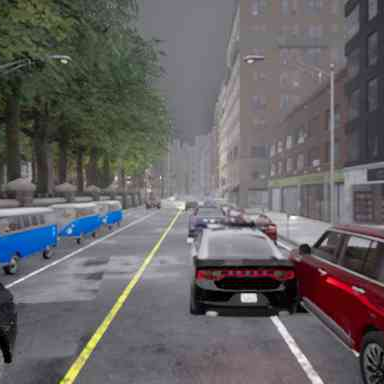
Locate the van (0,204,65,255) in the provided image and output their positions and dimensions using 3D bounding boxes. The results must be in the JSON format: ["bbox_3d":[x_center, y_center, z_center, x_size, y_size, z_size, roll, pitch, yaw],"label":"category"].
[{"bbox_3d":[-5.674,1.416,10.400,1.690,1.788,3.998,0,0,0],"label":"van"}]

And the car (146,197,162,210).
[{"bbox_3d":[-5.695,1.634,50.005,2.192,1.841,5.009,0,0,0],"label":"car"}]

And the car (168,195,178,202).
[{"bbox_3d":[-5.718,2.069,93.522,1.752,1.417,4.829,0,0,0],"label":"car"}]

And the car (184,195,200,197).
[{"bbox_3d":[-0.030,1.840,58.241,1.882,1.535,5.008,0,0,0],"label":"car"}]

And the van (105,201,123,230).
[{"bbox_3d":[-5.680,1.491,21.716,1.690,1.788,3.998,0,0,0],"label":"van"}]

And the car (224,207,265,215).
[{"bbox_3d":[2.849,1.656,16.086,1.887,1.381,4.507,0,0,0],"label":"car"}]

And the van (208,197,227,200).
[{"bbox_3d":[2.839,1.559,33.068,1.690,1.788,3.998,0,0,0],"label":"van"}]

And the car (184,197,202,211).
[{"bbox_3d":[0.004,1.797,45.537,1.837,1.490,4.892,0,0,0],"label":"car"}]

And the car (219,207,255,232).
[{"bbox_3d":[2.846,1.730,21.746,1.802,1.307,4.206,0,0,0],"label":"car"}]

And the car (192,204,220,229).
[{"bbox_3d":[0.889,1.666,23.717,1.837,1.490,4.892,0,0,0],"label":"car"}]

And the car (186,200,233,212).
[{"bbox_3d":[0.872,1.474,17.689,2.097,1.767,4.553,0,0,0],"label":"car"}]

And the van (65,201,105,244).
[{"bbox_3d":[-5.678,1.454,16.057,1.690,1.788,3.998,0,0,0],"label":"van"}]

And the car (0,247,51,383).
[{"bbox_3d":[-2.998,1.508,2.027,2.128,1.511,4.902,0,0,0],"label":"car"}]

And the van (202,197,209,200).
[{"bbox_3d":[2.830,1.658,50.049,1.690,1.788,3.998,0,0,0],"label":"van"}]

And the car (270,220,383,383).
[{"bbox_3d":[2.853,1.349,4.767,2.192,1.841,5.009,0,0,0],"label":"car"}]

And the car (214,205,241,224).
[{"bbox_3d":[2.842,1.765,27.407,1.802,1.307,4.206,0,0,0],"label":"car"}]

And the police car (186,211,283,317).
[{"bbox_3d":[0.898,1.481,7.829,1.930,1.638,5.238,0,0,0],"label":"police car"}]
